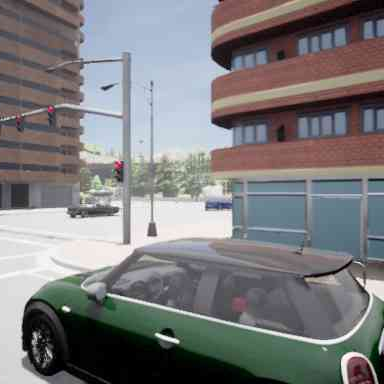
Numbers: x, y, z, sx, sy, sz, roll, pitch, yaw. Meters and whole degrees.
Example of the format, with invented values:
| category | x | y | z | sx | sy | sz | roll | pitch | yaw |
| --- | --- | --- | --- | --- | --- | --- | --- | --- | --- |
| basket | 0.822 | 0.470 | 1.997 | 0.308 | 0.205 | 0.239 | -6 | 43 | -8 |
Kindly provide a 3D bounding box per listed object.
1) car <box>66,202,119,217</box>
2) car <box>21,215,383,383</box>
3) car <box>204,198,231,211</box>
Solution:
| category | x | y | z | sx | sy | sz | roll | pitch | yaw |
| --- | --- | --- | --- | --- | --- | --- | --- | --- | --- |
| car | -9.097 | 1.634 | 30.573 | 1.895 | 1.301 | 4.718 | 0 | 0 | 36 |
| car | -0.087 | 1.355 | 4.054 | 4.553 | 1.767 | 2.097 | 0 | 0 | 36 |
| car | 3.315 | 1.505 | 42.291 | 1.882 | 1.535 | 5.008 | 0 | 0 | 29 |
